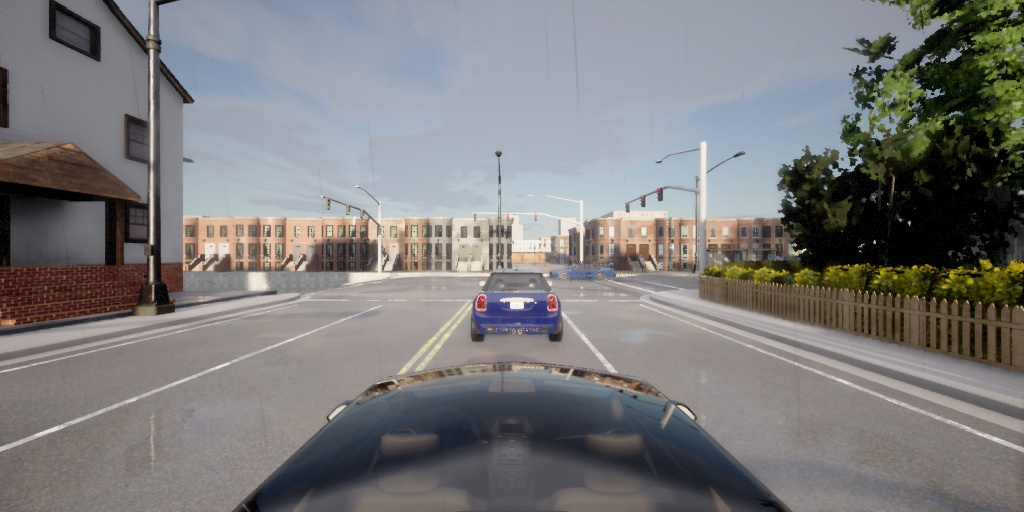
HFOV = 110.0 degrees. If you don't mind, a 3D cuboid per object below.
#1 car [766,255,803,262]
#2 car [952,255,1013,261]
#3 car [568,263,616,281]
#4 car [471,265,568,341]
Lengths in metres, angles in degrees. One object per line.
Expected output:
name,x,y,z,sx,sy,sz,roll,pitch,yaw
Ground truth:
car,22.629,0.972,29.722,5.566,2.045,2.150,0,0,0
car,38.177,0.972,29.739,5.566,2.045,2.150,0,0,0
car,5.790,1.297,29.674,5.357,1.411,2.033,0,0,0
car,0.108,1.102,9.994,2.097,1.767,4.553,0,0,0
